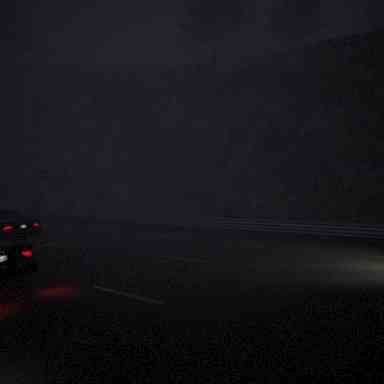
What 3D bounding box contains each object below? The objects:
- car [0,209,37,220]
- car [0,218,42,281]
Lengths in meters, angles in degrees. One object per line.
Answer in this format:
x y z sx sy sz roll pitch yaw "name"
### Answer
-8.979 1.433 14.514 5.357 1.411 2.033 0 1 28 "car"
-6.221 1.489 8.424 5.357 1.411 2.033 0 1 31 "car"
